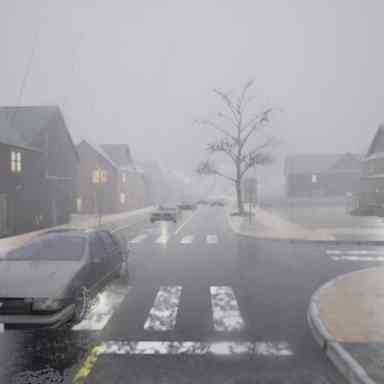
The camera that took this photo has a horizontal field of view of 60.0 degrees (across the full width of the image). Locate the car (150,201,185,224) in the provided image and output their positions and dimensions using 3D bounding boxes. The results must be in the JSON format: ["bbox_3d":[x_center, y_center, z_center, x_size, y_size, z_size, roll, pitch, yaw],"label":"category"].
[{"bbox_3d":[-1.875,1.610,24.983,1.895,1.301,4.718,0,0,4],"label":"car"}]

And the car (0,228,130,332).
[{"bbox_3d":[-2.741,1.550,7.415,2.033,1.411,5.357,0,0,2],"label":"car"}]

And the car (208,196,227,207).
[{"bbox_3d":[4.006,1.629,51.473,1.895,1.301,4.718,0,0,8],"label":"car"}]

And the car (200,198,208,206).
[{"bbox_3d":[1.866,1.626,56.486,1.895,1.301,4.718,0,0,10],"label":"car"}]

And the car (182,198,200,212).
[{"bbox_3d":[-0.570,1.617,39.072,1.895,1.301,4.718,0,0,7],"label":"car"}]
